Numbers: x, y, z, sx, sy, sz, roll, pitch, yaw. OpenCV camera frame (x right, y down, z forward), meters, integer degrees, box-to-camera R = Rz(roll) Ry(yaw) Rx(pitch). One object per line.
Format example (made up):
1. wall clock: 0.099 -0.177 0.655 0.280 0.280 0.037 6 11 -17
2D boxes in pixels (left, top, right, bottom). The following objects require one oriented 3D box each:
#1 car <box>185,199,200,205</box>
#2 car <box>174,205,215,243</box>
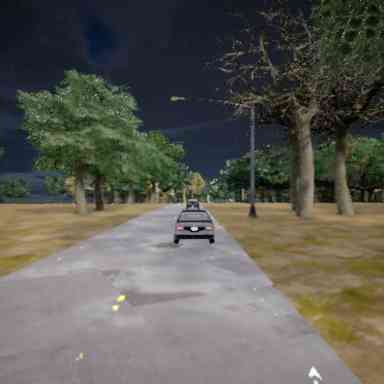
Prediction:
1. car: 0.102 1.696 46.742 1.837 1.490 4.892 0 0 0
2. car: 0.100 1.568 16.274 2.033 1.411 5.357 0 0 0
